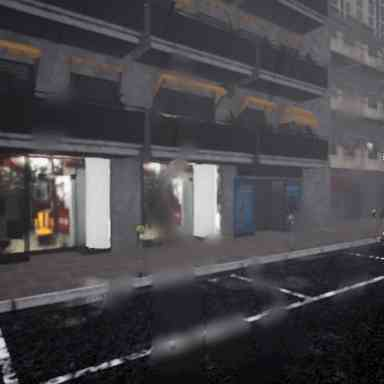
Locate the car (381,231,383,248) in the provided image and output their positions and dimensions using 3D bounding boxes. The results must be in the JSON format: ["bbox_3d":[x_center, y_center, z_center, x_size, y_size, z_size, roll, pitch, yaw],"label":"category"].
[{"bbox_3d":[9.078,1.526,13.033,4.206,1.307,1.802,0,0,-35],"label":"car"}]
